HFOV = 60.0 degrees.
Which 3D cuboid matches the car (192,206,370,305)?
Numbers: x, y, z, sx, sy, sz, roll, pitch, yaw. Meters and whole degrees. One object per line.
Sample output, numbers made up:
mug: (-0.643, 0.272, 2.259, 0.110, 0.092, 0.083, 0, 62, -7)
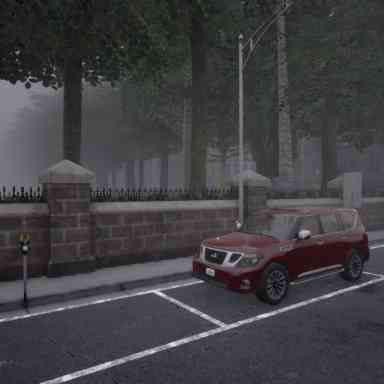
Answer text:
car: (2.422, 1.314, 8.261, 5.009, 1.841, 2.192, 0, 0, -36)
